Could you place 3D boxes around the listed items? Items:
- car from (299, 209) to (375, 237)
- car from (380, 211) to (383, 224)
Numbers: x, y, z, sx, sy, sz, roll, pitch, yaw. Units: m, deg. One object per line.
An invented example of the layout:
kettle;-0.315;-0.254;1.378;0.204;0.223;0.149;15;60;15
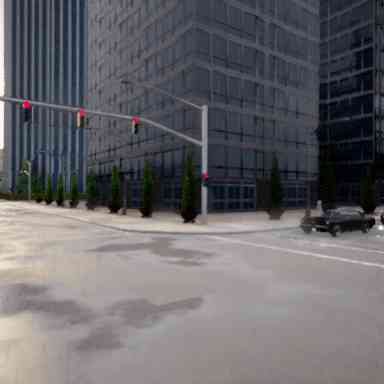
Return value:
car;8.045;1.636;18.321;4.718;1.301;1.895;0;0;-35
car;15.292;1.421;23.482;4.553;1.767;2.097;0;0;-35
